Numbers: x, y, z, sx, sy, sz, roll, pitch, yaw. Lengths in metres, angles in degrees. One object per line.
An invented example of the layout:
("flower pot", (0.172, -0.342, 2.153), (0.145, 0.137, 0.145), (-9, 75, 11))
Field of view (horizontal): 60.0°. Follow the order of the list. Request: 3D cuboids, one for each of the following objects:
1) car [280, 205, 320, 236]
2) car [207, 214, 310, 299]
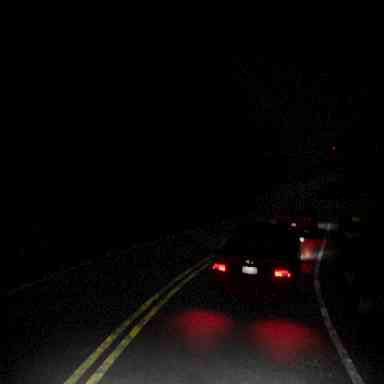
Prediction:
("car", (5.964, 1.450, 18.537), (1.882, 1.535, 5.008), (2, 1, 23))
("car", (1.876, 1.531, 8.692), (2.033, 1.411, 5.357), (2, 0, 18))
